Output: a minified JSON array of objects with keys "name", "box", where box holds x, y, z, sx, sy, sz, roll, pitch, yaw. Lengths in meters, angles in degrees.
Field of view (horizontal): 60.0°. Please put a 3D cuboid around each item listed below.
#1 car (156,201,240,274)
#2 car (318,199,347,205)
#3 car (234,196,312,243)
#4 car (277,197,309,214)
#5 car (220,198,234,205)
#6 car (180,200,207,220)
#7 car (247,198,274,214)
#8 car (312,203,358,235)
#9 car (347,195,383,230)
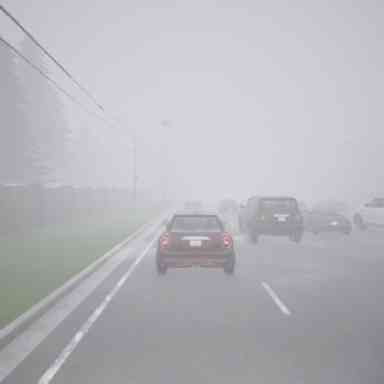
[{"name":"car","box":[0.099,1.325,10.669,2.097,1.767,4.553,0,0,0]},{"name":"car","box":[14.109,1.405,33.796,2.128,1.511,4.902,0,0,0]},{"name":"car","box":[3.605,1.180,16.062,2.150,2.045,5.566,0,0,0]},{"name":"car","box":[10.609,1.387,35.373,1.882,1.535,5.008,0,0,0]},{"name":"car","box":[3.609,1.419,33.878,1.837,1.490,4.892,0,0,0]},{"name":"car","box":[0.107,1.476,28.375,2.033,1.411,5.357,0,0,0]},{"name":"car","box":[7.109,1.437,34.833,1.812,1.442,4.674,0,0,0]},{"name":"car","box":[7.104,1.516,18.563,1.994,1.385,4.181,0,0,0]},{"name":"car","box":[10.604,1.177,17.353,2.150,2.045,5.566,0,0,0]}]
